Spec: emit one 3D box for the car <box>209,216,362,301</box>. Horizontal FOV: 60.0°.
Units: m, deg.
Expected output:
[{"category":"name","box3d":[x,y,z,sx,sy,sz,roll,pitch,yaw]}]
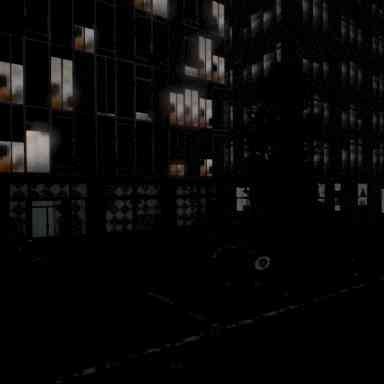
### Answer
[{"category":"car","box3d":[2.355,1.439,8.234,4.097,1.590,1.967,0,-1,-35]}]
